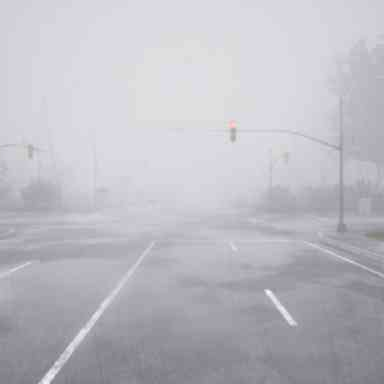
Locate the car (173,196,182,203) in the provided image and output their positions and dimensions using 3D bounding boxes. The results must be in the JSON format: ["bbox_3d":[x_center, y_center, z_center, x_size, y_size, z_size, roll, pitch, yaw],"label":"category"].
[{"bbox_3d":[-3.508,1.844,79.114,1.882,1.535,5.008,0,0,0],"label":"car"}]

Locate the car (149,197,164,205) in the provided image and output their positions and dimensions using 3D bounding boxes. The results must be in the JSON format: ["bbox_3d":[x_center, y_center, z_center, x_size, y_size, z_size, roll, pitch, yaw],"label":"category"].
[{"bbox_3d":[-7.028,1.901,63.735,1.895,1.301,4.718,0,0,0],"label":"car"}]

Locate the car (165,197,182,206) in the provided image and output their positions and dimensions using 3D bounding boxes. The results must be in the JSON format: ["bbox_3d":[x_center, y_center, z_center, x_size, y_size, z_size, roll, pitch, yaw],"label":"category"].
[{"bbox_3d":[-3.536,1.778,63.782,1.882,1.535,5.008,0,0,0],"label":"car"}]
